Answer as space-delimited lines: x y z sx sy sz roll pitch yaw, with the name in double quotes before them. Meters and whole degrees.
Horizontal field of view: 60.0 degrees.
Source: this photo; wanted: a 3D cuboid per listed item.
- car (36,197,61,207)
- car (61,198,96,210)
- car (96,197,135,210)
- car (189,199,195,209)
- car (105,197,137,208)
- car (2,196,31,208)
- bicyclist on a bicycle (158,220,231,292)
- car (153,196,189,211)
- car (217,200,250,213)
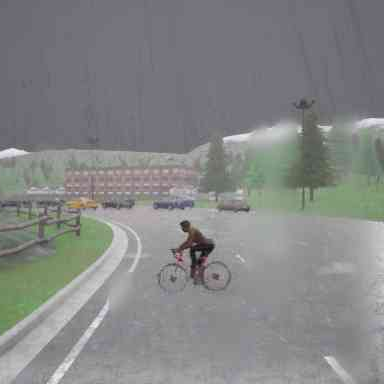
"car" -21.360 1.526 50.283 4.674 1.442 1.812 0 0 24
"car" -14.003 1.478 42.140 5.008 1.535 1.882 0 0 36
"car" -9.837 1.491 43.263 4.902 1.511 2.128 0 0 40
"car" -1.782 1.478 45.638 1.882 1.535 5.008 0 0 -43
"car" -10.364 1.505 48.273 4.892 1.490 1.837 0 0 37
"car" -25.603 1.352 48.256 4.553 1.767 2.097 0 0 20
"bicyclist on a bicycle" 0.038 1.455 7.457 1.656 1.620 0.582 -2 0 -1
"car" -2.964 1.352 41.825 2.097 1.767 4.553 0 0 -42
"car" 4.676 1.564 37.926 1.994 1.385 4.181 0 0 -33
